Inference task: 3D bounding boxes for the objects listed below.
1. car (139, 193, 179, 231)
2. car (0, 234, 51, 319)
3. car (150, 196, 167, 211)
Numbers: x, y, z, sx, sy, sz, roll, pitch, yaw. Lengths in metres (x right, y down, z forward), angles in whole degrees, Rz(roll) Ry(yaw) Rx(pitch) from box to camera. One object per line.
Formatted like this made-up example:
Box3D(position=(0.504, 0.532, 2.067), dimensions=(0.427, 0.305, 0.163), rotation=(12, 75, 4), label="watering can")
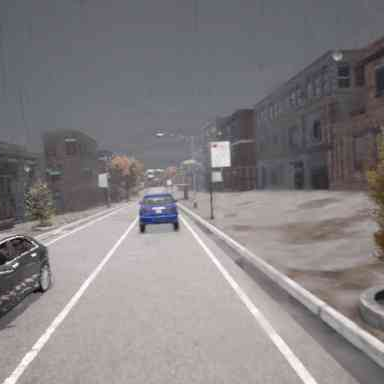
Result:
Box3D(position=(-1.983, 1.082, 20.024), dimensions=(2.150, 2.045, 5.566), rotation=(-3, 1, -5), label="car")
Box3D(position=(-4.221, 1.663, 6.294), dimensions=(1.837, 1.490, 4.892), rotation=(-3, 1, -5), label="car")
Box3D(position=(-3.813, 1.289, 38.404), dimensions=(1.812, 1.442, 4.674), rotation=(-3, 1, -5), label="car")
